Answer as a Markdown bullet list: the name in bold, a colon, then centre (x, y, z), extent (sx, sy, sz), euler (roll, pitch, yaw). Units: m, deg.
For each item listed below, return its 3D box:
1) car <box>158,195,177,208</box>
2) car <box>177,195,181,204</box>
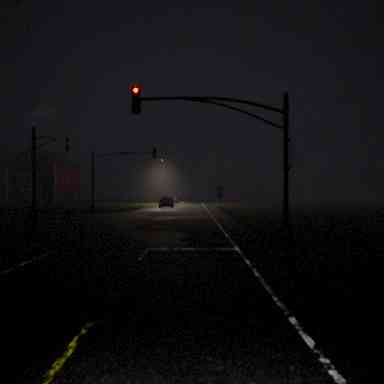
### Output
- **car**: centre (-3.481, 1.393, 45.604), extent (1.882, 1.535, 5.008), euler (0, 0, 0)
- **car**: centre (-3.421, 1.406, 59.177), extent (1.812, 1.442, 4.674), euler (0, 0, 1)
